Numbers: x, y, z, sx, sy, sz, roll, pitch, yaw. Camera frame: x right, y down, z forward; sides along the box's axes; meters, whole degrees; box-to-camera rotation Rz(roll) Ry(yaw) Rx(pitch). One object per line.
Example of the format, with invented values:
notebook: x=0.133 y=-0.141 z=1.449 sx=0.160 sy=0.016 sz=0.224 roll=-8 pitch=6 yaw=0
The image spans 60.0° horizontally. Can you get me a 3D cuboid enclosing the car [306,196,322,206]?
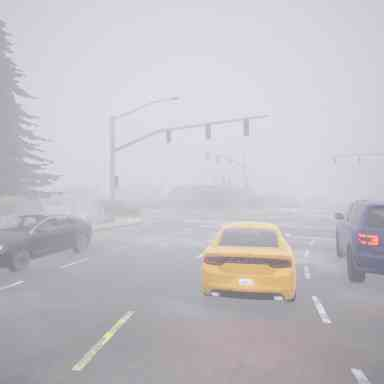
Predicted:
car: x=20.256 y=1.525 z=56.365 sx=1.812 sy=1.442 sz=4.674 roll=0 pitch=0 yaw=32

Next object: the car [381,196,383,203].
car: x=40.544 y=1.540 z=69.224 sx=2.033 sy=1.411 sz=5.357 roll=0 pitch=0 yaw=32

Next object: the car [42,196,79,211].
car: x=-17.011 y=1.407 z=42.979 sx=4.553 sy=1.767 sz=2.097 roll=0 pitch=0 yaw=32

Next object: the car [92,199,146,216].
car: x=-7.227 y=1.560 z=32.745 sx=4.892 sy=1.490 sz=1.837 roll=0 pitch=0 yaw=34

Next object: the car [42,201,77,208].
car: x=-15.074 y=1.581 z=37.643 sx=4.674 sy=1.442 sz=1.812 roll=0 pitch=0 yaw=32

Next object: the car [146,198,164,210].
car: x=-5.919 y=1.581 z=44.447 sx=4.674 sy=1.442 sz=1.812 roll=0 pitch=0 yaw=33

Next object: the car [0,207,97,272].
car: x=-5.246 y=1.491 z=11.044 sx=2.128 sy=1.511 sz=4.902 roll=0 pitch=0 yaw=17

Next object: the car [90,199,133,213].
car: x=-9.289 y=1.560 z=38.163 sx=4.892 sy=1.490 sz=1.837 roll=0 pitch=0 yaw=32

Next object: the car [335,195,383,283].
car: x=5.462 y=1.221 z=9.478 sx=2.150 sy=2.045 sz=5.566 roll=0 pitch=0 yaw=19

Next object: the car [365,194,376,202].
car: x=42.877 y=1.355 z=79.727 sx=2.097 sy=1.767 sz=4.553 roll=0 pitch=0 yaw=32

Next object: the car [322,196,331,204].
car: x=26.404 y=1.540 z=66.248 sx=2.033 sy=1.411 sz=5.357 roll=0 pitch=0 yaw=32

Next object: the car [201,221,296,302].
car: x=1.498 y=1.478 z=8.449 sx=1.882 sy=1.535 sz=5.008 roll=0 pitch=0 yaw=12

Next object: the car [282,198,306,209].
car: x=13.875 y=1.564 z=45.991 sx=1.994 sy=1.385 sz=4.181 roll=0 pitch=0 yaw=32
